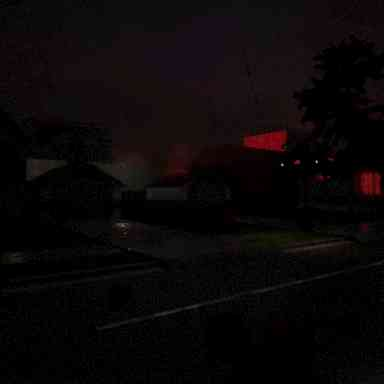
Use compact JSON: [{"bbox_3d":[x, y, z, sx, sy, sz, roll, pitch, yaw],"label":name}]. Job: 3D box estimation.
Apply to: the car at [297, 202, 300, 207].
[{"bbox_3d":[17.428,1.965,60.964,1.882,1.535,5.008,1,-1,-34],"label":"car"}]
